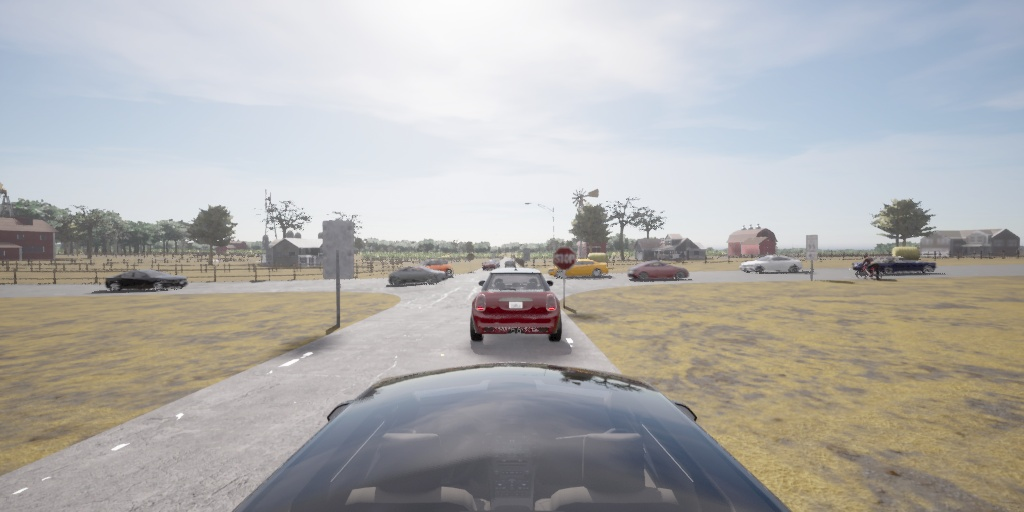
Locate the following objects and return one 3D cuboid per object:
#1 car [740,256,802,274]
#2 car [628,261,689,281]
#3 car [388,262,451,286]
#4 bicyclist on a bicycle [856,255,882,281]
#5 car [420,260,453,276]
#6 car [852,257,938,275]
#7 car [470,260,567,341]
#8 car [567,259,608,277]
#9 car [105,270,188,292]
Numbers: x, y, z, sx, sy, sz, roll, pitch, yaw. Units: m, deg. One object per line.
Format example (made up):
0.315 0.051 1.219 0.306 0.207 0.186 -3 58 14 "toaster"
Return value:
21.983 0.699 30.501 4.674 1.442 1.812 -1 1 0 "car"
10.856 1.063 26.761 4.181 1.385 1.994 -1 1 0 "car"
-6.997 1.425 26.701 4.181 1.385 1.994 -2 0 0 "car"
22.792 0.745 22.911 0.582 1.620 1.656 -1 0 0 "bicyclist on a bicycle"
-7.718 1.140 33.139 2.097 1.767 4.553 0 1 44 "car"
28.579 0.695 26.831 4.718 1.301 1.895 -1 1 0 "car"
0.110 1.099 10.019 2.097 1.767 4.553 0 0 1 "car"
5.559 1.039 30.444 5.008 1.535 1.882 -2 1 0 "car"
-27.024 1.772 26.605 5.008 1.535 1.882 -1 1 0 "car"
